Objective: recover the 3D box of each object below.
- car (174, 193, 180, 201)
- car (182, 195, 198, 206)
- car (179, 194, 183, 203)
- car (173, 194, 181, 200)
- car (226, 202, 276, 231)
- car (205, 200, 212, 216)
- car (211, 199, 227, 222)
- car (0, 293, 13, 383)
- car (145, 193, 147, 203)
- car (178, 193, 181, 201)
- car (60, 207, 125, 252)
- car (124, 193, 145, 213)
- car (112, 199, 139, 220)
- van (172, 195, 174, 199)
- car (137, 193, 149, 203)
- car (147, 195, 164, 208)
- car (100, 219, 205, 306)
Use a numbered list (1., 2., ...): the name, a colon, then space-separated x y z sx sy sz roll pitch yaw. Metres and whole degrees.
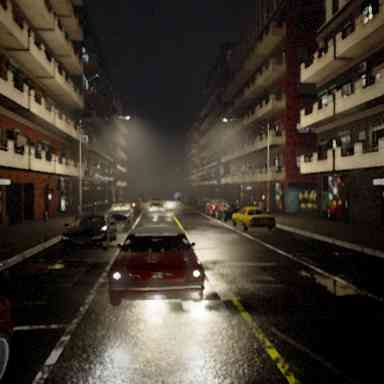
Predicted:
1. car: -2.460 1.316 75.816 1.967 1.590 4.097 -1 0 -6
2. car: -0.020 1.476 53.541 1.947 1.339 4.313 -1 0 -6
3. car: -0.630 1.452 59.110 2.008 1.369 4.403 -1 0 -6
4. car: -4.286 1.403 92.522 2.008 1.369 4.403 -1 0 -6
5. car: 3.617 1.487 20.297 1.752 1.417 4.829 -1 0 -6
6. car: 2.415 1.384 31.265 1.967 1.590 4.097 -1 0 -6
7. car: 3.027 1.519 25.697 1.947 1.339 4.313 -1 0 -6
8. car: -2.869 1.580 2.539 1.802 1.307 4.206 -1 0 -6
9. car: -9.573 1.451 63.795 2.008 1.369 4.403 -1 0 -6
10. car: -1.258 1.418 64.848 1.752 1.417 4.829 -1 0 -6
11. car: -4.088 1.530 13.677 2.008 1.369 4.403 -1 0 -6
12. car: -6.529 1.258 35.951 2.192 1.841 5.009 -1 0 -6
13. car: -5.307 1.512 24.814 2.008 1.369 4.403 -1 0 -6
14. van: -3.680 1.201 86.953 1.690 1.788 3.998 -1 0 -6
15. car: -10.186 1.207 69.364 2.192 1.841 5.009 -1 0 -6
16. car: -4.901 1.403 45.923 1.882 1.535 5.008 0 0 -6
17. car: -0.868 1.587 8.185 1.895 1.301 4.718 0 0 -6
